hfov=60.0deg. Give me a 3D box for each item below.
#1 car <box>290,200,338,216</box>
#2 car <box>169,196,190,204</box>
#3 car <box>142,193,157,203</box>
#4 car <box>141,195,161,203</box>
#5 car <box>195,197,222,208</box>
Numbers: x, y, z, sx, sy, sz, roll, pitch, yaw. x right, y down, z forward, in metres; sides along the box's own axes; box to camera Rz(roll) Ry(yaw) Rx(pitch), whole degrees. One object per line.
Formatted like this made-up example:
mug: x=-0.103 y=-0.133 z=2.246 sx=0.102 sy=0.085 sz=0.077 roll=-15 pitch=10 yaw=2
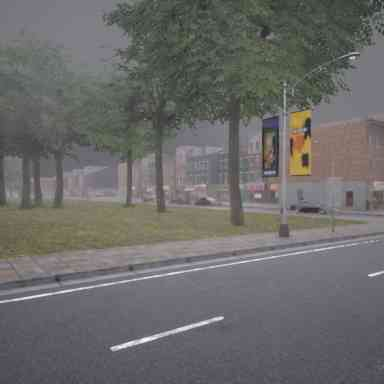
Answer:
car: x=12.202 y=1.567 z=33.423 sx=2.128 sy=1.511 sz=4.902 roll=1 pitch=0 yaw=-36
car: x=-2.296 y=1.380 z=58.695 sx=2.128 sy=1.511 sz=4.902 roll=1 pitch=0 yaw=-35
car: x=-7.159 y=0.922 z=60.689 sx=2.097 sy=1.767 sz=4.553 roll=1 pitch=0 yaw=-36
car: x=-8.301 y=1.331 z=67.009 sx=1.882 sy=1.535 sz=5.008 roll=1 pitch=0 yaw=-36
car: x=2.279 y=1.458 z=47.318 sx=1.812 sy=1.442 sz=4.674 roll=1 pitch=0 yaw=-35
